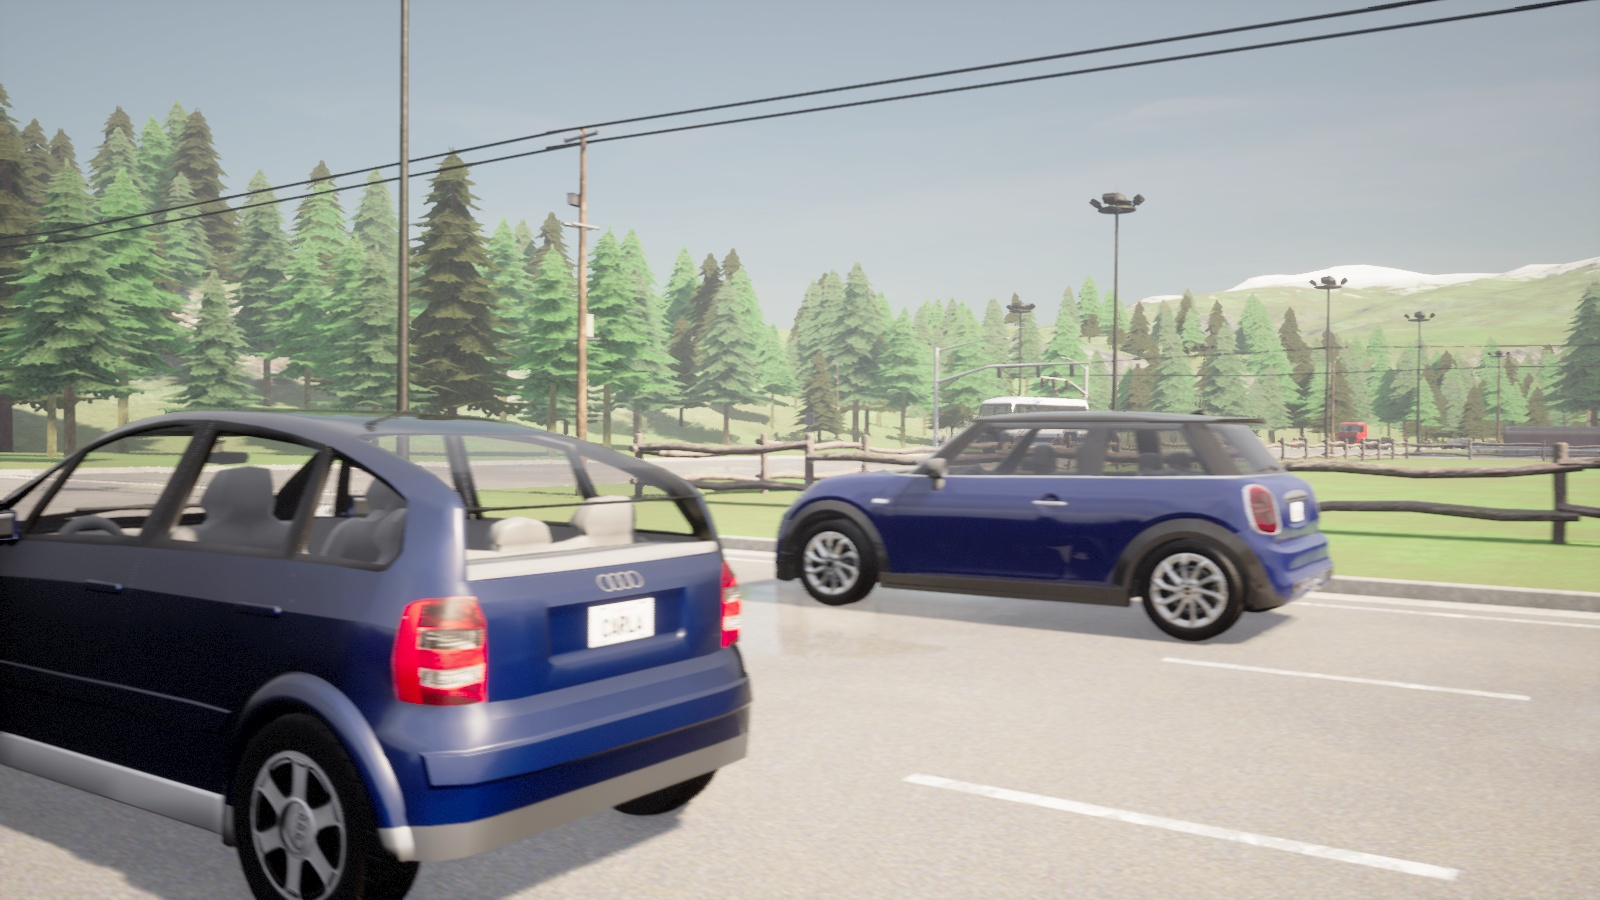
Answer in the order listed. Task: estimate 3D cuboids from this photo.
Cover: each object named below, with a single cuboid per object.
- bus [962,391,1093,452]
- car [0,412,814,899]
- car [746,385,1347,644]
[{"bbox_3d":[16.812,-2.044,92.248,10.273,4.253,3.944,-1,1,-42],"label":"bus"},{"bbox_3d":[-1.992,0.662,4.946,3.705,1.549,1.789,0,1,34],"label":"car"},{"bbox_3d":[2.012,0.427,10.688,4.553,1.767,2.097,0,1,34],"label":"car"}]
